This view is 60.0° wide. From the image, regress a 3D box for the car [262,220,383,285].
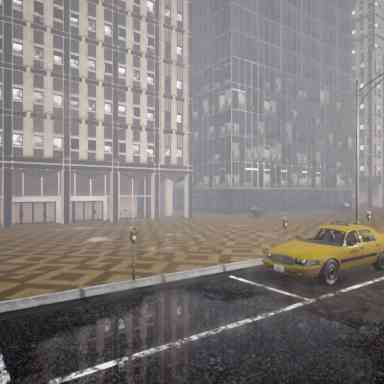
[{"bbox_3d":[4.068,1.526,9.479,4.829,1.417,1.752,0,0,-36],"label":"car"}]
